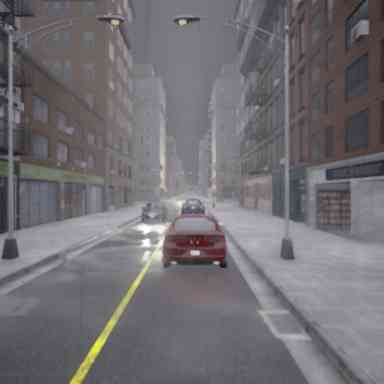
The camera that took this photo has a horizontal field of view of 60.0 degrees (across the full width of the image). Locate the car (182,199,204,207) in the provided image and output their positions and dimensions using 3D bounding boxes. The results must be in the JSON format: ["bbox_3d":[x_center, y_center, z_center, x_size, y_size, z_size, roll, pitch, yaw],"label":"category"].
[{"bbox_3d":[0.099,1.397,31.225,2.097,1.767,4.553,0,0,0],"label":"car"}]

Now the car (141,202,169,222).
[{"bbox_3d":[-2.848,1.529,26.375,2.128,1.511,4.902,0,0,0],"label":"car"}]

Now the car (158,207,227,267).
[{"bbox_3d":[0.093,1.493,11.468,1.882,1.535,5.008,0,0,0],"label":"car"}]
